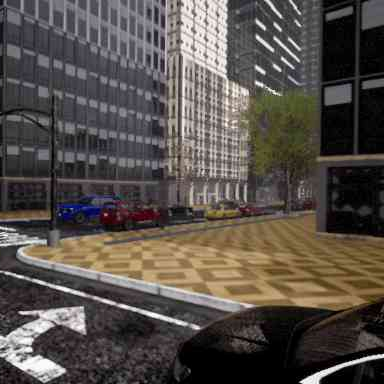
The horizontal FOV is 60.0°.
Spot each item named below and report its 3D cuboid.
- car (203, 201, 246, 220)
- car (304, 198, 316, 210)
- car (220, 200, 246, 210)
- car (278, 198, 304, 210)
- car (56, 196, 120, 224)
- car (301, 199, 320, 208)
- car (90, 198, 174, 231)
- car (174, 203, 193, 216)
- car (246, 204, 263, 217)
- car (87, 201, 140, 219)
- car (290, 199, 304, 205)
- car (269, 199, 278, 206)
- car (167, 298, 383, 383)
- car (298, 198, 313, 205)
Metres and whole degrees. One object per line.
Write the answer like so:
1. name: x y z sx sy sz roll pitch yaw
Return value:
1. car: 2.956 1.830 31.425 1.752 1.417 4.829 1 0 36
2. car: 19.629 1.859 53.961 2.192 1.841 5.009 1 0 36
3. car: 6.175 1.877 49.866 1.947 1.339 4.313 1 0 36
4. car: 15.916 2.004 53.289 1.812 1.442 4.674 1 0 36
5. car: -7.958 1.339 26.384 2.150 2.045 5.566 1 0 38
6. car: 21.886 2.039 61.359 1.882 1.535 5.008 1 0 36
7. car: -3.851 1.519 22.220 2.192 1.841 5.009 1 0 36
8. car: -2.004 1.806 34.449 1.895 1.301 4.718 1 0 37
9. car: 6.209 1.934 35.823 1.802 1.307 4.206 1 0 36
10. car: -7.339 1.640 31.599 1.752 1.417 4.829 1 0 36
11. car: 22.940 2.127 72.528 1.802 1.307 4.206 1 0 37
12. car: 16.134 1.976 63.327 1.752 1.417 4.829 1 0 36
13. car: 2.019 1.504 2.246 4.892 1.490 1.837 0 0 36
14. car: 26.293 2.142 77.061 2.008 1.369 4.403 1 0 36
